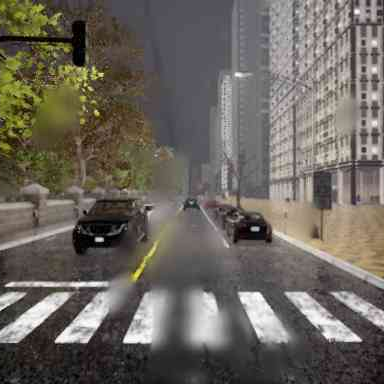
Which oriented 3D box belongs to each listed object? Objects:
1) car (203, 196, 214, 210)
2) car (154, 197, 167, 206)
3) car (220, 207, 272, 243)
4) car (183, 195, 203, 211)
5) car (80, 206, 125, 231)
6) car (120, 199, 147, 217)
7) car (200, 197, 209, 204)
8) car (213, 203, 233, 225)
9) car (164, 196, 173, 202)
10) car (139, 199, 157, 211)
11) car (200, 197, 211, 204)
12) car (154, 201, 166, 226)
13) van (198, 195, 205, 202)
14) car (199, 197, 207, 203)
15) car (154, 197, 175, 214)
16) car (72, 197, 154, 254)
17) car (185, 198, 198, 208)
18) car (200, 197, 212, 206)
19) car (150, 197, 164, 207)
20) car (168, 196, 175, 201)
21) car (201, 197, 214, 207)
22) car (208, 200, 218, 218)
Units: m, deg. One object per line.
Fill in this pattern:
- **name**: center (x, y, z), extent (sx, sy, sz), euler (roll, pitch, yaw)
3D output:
- **car**: center (2.632, 1.663, 44.311), extent (1.887, 1.381, 4.507), euler (0, 0, 0)
- **car**: center (-5.772, 1.719, 61.195), extent (1.887, 1.381, 4.507), euler (0, 0, 0)
- **car**: center (2.669, 1.605, 16.148), extent (1.947, 1.339, 4.313), euler (0, 0, 0)
- **car**: center (-0.060, 1.467, 43.331), extent (2.097, 1.767, 4.553), euler (0, 0, 0)
- **car**: center (-5.719, 1.635, 21.769), extent (1.802, 1.307, 4.206), euler (0, 0, 0)
- **car**: center (-5.733, 1.524, 33.034), extent (1.967, 1.590, 4.097), euler (0, 0, 0)
- **car**: center (2.593, 1.797, 72.471), extent (1.802, 1.307, 4.206), euler (0, 0, 0)
- **car**: center (2.662, 1.620, 21.780), extent (1.947, 1.339, 4.313), euler (0, 0, 0)
- **car**: center (-5.803, 1.802, 83.724), extent (1.887, 1.381, 4.507), euler (0, 0, 0)
- **car**: center (-5.748, 1.643, 44.129), extent (1.752, 1.417, 4.829), euler (0, 0, 0)
- **car**: center (2.601, 1.745, 66.838), extent (2.008, 1.369, 4.403), euler (0, 0, 0)
- **car**: center (-3.117, 1.585, 23.941), extent (1.812, 1.442, 4.674), euler (0, 0, 0)
- **van**: center (2.570, 1.622, 89.369), extent (1.690, 1.788, 3.998), euler (0, 0, 0)
- **car**: center (2.586, 1.818, 78.103), extent (1.802, 1.307, 4.206), euler (0, 0, 0)
- **car**: center (-3.122, 1.621, 36.758), extent (1.812, 1.442, 4.674), euler (0, 0, 0)
- **car**: center (-3.115, 1.255, 13.939), extent (2.150, 2.045, 5.566), euler (0, 0, 0)
- **car**: center (-0.073, 1.712, 53.430), extent (1.994, 1.385, 4.181), euler (0, 0, 0)
- **car**: center (2.608, 1.726, 61.206), extent (2.008, 1.369, 4.403), euler (0, 0, 0)
- **car**: center (-5.764, 1.595, 55.563), extent (1.967, 1.590, 4.097), euler (0, 0, 0)
- **car**: center (-5.818, 1.829, 94.819), extent (1.752, 1.417, 4.829), euler (0, 0, 0)
- **car**: center (2.617, 1.596, 55.574), extent (1.967, 1.590, 4.097), euler (0, 0, 0)
- **car**: center (2.654, 1.635, 27.413), extent (1.947, 1.339, 4.313), euler (0, 0, 0)
